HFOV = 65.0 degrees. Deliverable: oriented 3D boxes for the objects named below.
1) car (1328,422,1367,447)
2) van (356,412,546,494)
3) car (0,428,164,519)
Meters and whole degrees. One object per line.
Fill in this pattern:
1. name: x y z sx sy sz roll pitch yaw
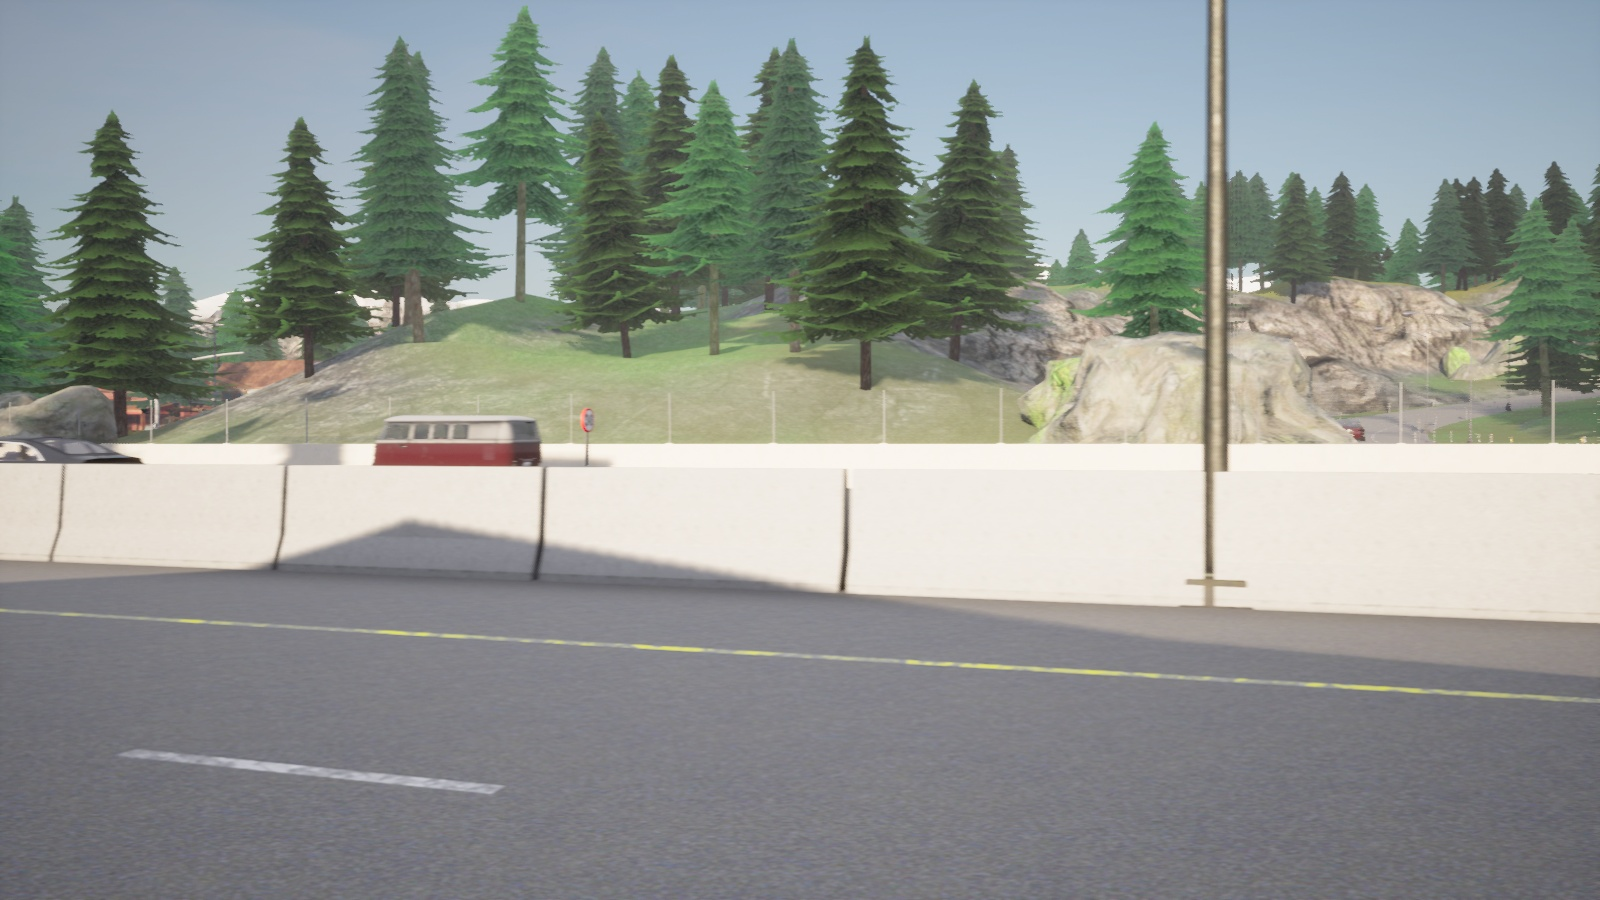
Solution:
1. car: 36.797 -1.083 84.511 2.163 1.488 4.792 1 3 20
2. van: -8.899 0.033 32.031 4.442 1.987 1.775 1 1 19
3. car: -14.321 0.364 22.781 4.902 1.511 2.128 1 1 19
